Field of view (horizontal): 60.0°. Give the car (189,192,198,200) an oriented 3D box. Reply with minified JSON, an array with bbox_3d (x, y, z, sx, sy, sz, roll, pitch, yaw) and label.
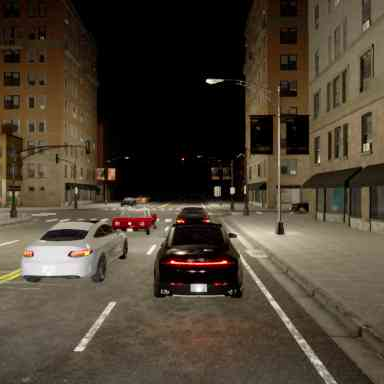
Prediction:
[{"bbox_3d":[0.394,1.070,90.175,2.150,2.045,5.566,0,0,0],"label":"car"}]

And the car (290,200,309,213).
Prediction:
[{"bbox_3d":[13.213,1.528,36.317,4.902,1.511,2.128,0,0,-1],"label":"car"}]

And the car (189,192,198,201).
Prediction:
[{"bbox_3d":[0.349,1.477,79.726,1.837,1.490,4.892,0,0,0],"label":"car"}]

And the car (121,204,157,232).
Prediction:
[{"bbox_3d":[-3.071,1.600,18.738,1.895,1.301,4.718,0,0,0],"label":"car"}]

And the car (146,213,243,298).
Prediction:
[{"bbox_3d":[0.136,1.505,8.501,1.837,1.490,4.892,0,0,0],"label":"car"}]

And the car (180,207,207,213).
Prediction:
[{"bbox_3d":[0.075,1.524,17.746,1.812,1.442,4.674,0,0,0],"label":"car"}]

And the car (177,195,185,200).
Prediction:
[{"bbox_3d":[-2.856,1.398,90.160,1.994,1.385,4.181,0,0,0],"label":"car"}]

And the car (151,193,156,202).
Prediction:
[{"bbox_3d":[-9.425,1.206,74.355,2.150,2.045,5.566,0,0,0],"label":"car"}]

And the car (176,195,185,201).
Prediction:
[{"bbox_3d":[-2.900,1.502,80.157,1.812,1.442,4.674,0,0,0],"label":"car"}]

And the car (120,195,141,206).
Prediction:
[{"bbox_3d":[-9.622,1.540,51.188,2.033,1.411,5.357,0,0,0],"label":"car"}]

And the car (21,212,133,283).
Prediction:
[{"bbox_3d":[-3.115,1.525,9.581,1.812,1.442,4.674,0,0,0],"label":"car"}]

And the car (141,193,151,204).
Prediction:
[{"bbox_3d":[-9.539,1.341,62.502,2.097,1.767,4.553,0,0,1],"label":"car"}]
